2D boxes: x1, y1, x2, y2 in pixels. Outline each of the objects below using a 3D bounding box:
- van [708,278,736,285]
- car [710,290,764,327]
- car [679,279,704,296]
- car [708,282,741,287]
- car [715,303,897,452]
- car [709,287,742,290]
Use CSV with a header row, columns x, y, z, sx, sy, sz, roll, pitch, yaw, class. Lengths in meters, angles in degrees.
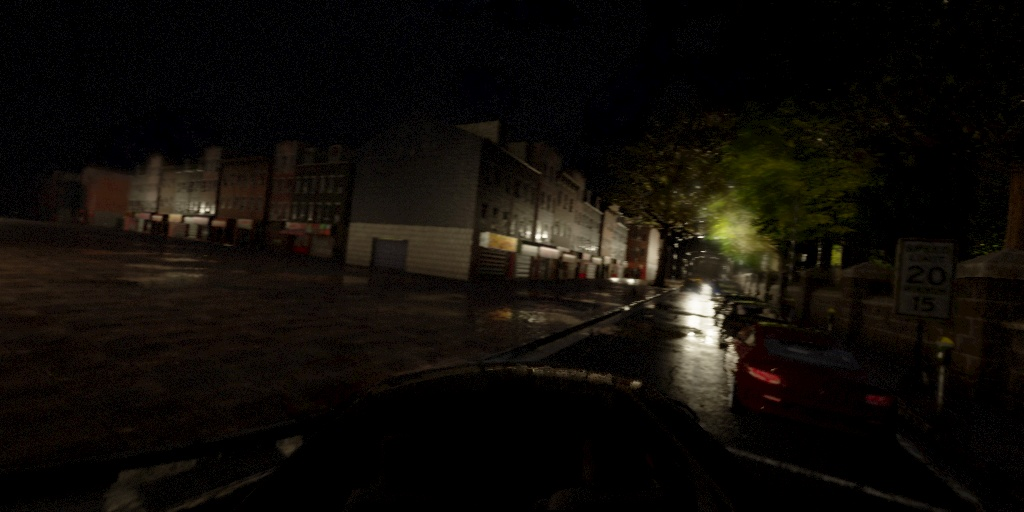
x,y,z,sx,sy,sz,roll,pitch,yaw,class
14.531,2.588,24.489,1.690,1.789,3.998,0,0,29,van
6.961,2.002,10.545,2.007,1.370,4.403,0,0,29,car
18.552,3.232,37.069,1.812,1.442,4.674,5,0,29,car
12.014,2.499,19.857,1.751,1.417,4.829,0,0,29,car
4.457,1.771,5.899,1.802,1.307,4.207,0,0,29,car
9.333,2.266,14.926,1.948,1.339,4.313,0,0,29,car
